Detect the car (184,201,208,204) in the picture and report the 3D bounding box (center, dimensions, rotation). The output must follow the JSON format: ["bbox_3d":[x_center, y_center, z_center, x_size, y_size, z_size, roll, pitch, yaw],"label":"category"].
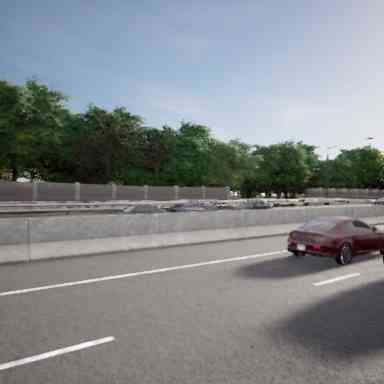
[{"bbox_3d":[0.193,1.638,34.216,5.357,1.411,2.033,0,0,-35],"label":"car"}]

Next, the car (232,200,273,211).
[{"bbox_3d":[6.259,1.607,34.238,4.892,1.490,1.837,0,0,-35],"label":"car"}]

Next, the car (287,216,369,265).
[{"bbox_3d":[5.326,1.584,11.840,4.674,1.442,1.812,0,0,-35],"label":"car"}]

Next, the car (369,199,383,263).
[{"bbox_3d":[7.345,1.280,8.981,5.566,2.045,2.150,0,0,-35],"label":"car"}]

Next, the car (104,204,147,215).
[{"bbox_3d":[-3.813,1.579,22.764,4.674,1.442,1.812,0,0,-35],"label":"car"}]

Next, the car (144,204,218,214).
[{"bbox_3d":[-0.313,1.662,20.961,4.718,1.301,1.895,0,0,-35],"label":"car"}]
